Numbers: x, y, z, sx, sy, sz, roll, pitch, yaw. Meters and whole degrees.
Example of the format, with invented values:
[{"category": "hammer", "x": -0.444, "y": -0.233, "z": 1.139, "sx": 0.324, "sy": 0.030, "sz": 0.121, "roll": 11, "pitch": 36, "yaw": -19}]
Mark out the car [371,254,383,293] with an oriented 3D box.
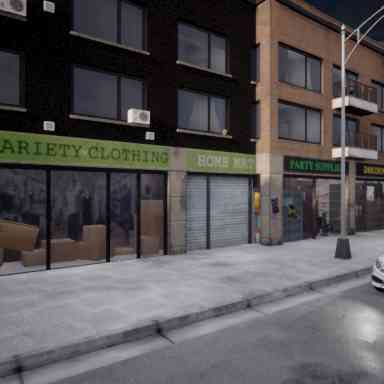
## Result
[{"category": "car", "x": 6.036, "y": 1.528, "z": 7.701, "sx": 4.674, "sy": 1.442, "sz": 1.812, "roll": 0, "pitch": 0, "yaw": -36}]
